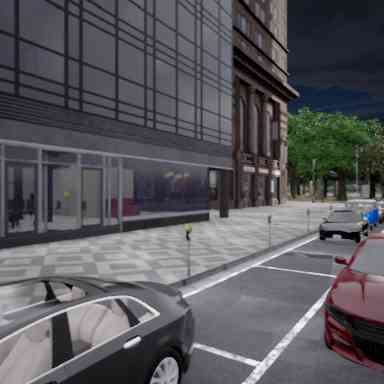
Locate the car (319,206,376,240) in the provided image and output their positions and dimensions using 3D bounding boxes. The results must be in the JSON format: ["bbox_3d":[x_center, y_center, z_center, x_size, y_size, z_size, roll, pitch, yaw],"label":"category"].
[{"bbox_3d":[7.519,1.569,16.239,1.947,1.339,4.313,0,0,34],"label":"car"}]

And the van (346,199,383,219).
[{"bbox_3d":[10.574,1.347,20.737,1.690,1.788,3.998,0,0,34],"label":"van"}]

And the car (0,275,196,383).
[{"bbox_3d":[-1.647,1.549,2.745,2.008,1.369,4.403,0,0,34],"label":"car"}]

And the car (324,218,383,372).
[{"bbox_3d":[3.657,1.479,5.636,1.882,1.535,5.008,0,0,34],"label":"car"}]
